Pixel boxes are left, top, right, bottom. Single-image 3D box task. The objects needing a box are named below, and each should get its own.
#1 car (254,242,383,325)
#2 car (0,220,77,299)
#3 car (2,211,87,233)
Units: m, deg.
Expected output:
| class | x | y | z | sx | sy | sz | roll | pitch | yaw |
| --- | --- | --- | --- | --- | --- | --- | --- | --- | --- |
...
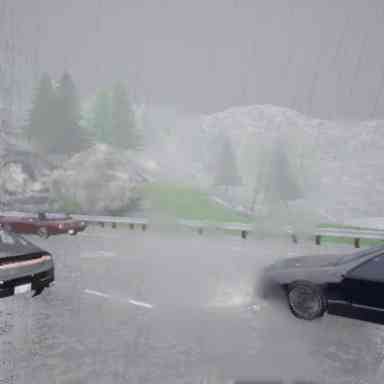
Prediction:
| class | x | y | z | sx | sy | sz | roll | pitch | yaw |
| --- | --- | --- | --- | --- | --- | --- | --- | --- | --- |
| car | 3.809 | 1.530 | 5.515 | 5.357 | 1.411 | 2.033 | 0 | 0 | 35 |
| car | -5.030 | 1.508 | 7.202 | 4.902 | 1.511 | 2.128 | 0 | 0 | 33 |
| car | -7.718 | 1.625 | 17.099 | 4.718 | 1.301 | 1.895 | 0 | 0 | 31 |
